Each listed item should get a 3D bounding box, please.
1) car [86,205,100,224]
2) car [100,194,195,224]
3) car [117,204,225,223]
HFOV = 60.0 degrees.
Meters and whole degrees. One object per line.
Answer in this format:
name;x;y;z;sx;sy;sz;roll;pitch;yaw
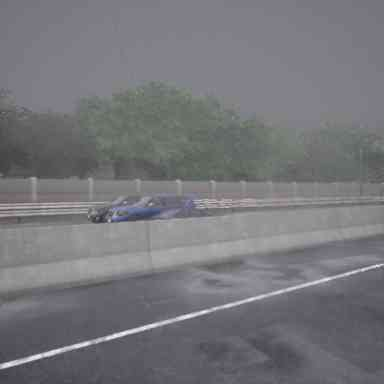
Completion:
car;-4.189;1.169;22.432;5.566;2.045;2.150;0;0;-35
car;-2.195;1.171;19.556;5.566;2.045;2.150;0;0;-35
car;-0.628;1.501;16.383;5.357;1.411;2.033;0;0;-35
